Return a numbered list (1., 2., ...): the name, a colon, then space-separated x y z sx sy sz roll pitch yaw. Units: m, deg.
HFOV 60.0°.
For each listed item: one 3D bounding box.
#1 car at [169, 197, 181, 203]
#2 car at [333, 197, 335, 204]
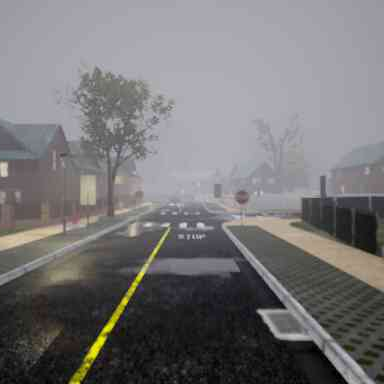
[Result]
1. car: -3.333 1.539 64.353 1.895 1.301 4.718 0 0 -9
2. car: 11.662 1.148 27.219 4.902 1.511 2.128 -1 0 -2
